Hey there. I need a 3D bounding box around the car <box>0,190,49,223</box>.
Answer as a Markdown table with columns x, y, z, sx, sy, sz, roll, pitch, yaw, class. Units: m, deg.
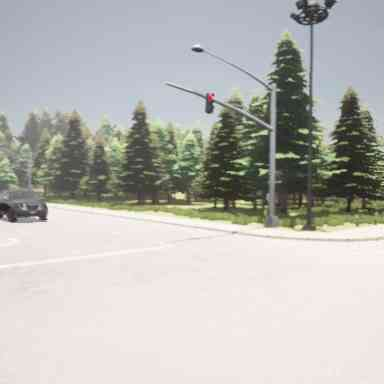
| x | y | z | sx | sy | sz | roll | pitch | yaw | class |
| --- | --- | --- | --- | --- | --- | --- | --- | --- | --- |
| -11.677 | 0.877 | 22.729 | 2.150 | 2.045 | 5.566 | 0 | 1 | -41 | car |
